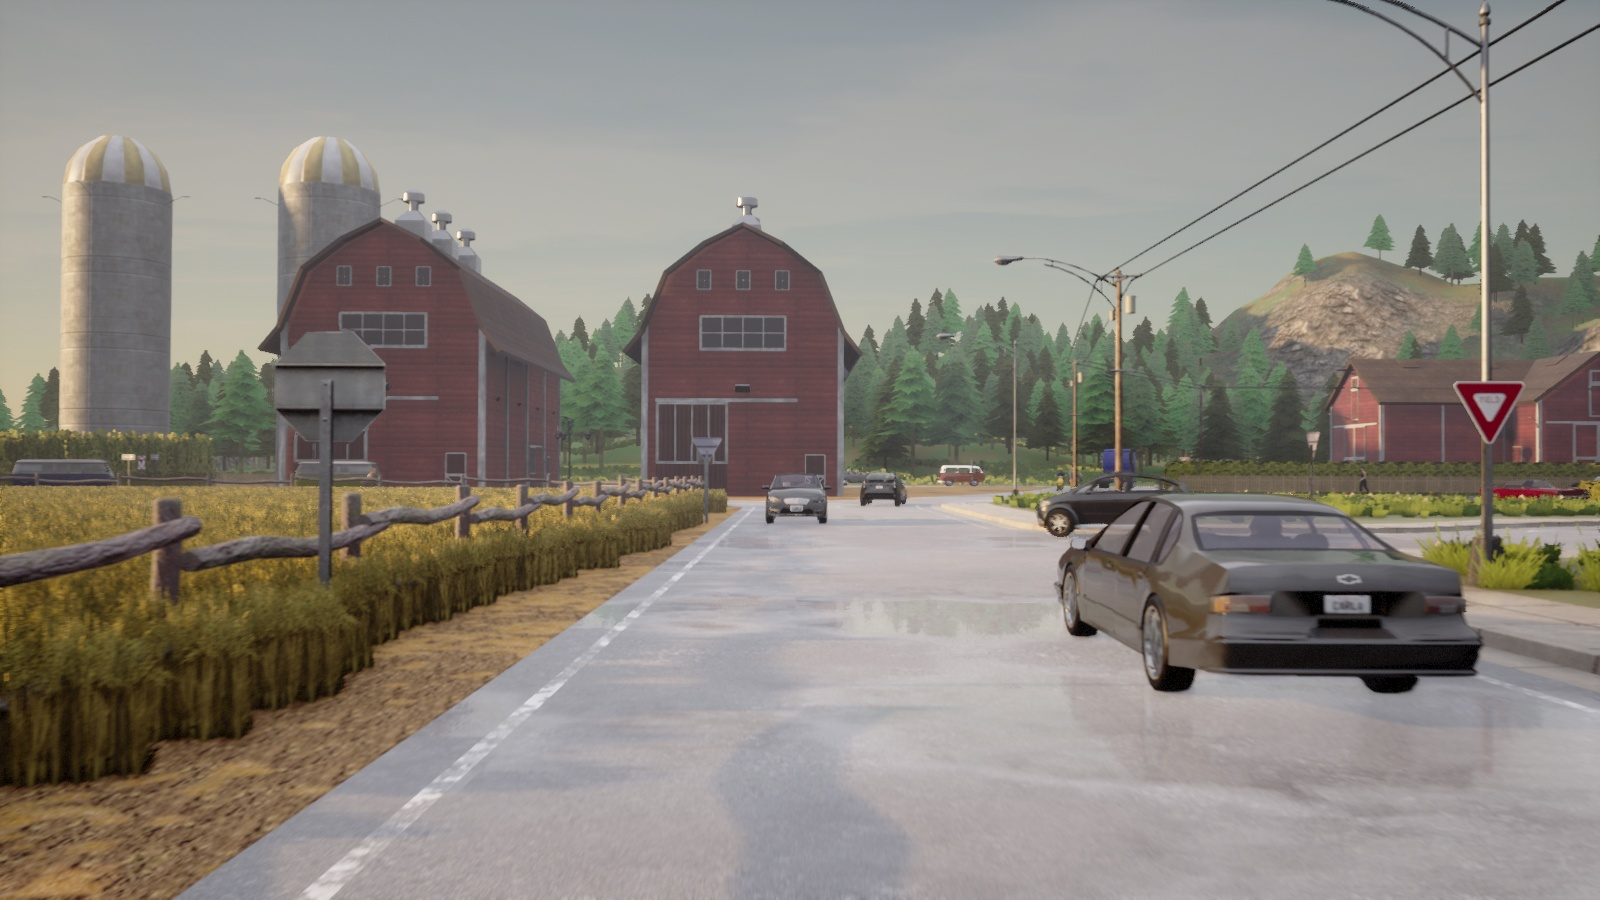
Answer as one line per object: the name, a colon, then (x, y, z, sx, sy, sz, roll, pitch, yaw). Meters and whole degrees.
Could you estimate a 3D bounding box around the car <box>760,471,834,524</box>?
car: (-0.096, 1.419, 38.723, 2.128, 1.511, 4.902, 0, -1, 0)

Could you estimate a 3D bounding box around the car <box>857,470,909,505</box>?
car: (3.882, 1.703, 58.017, 2.007, 1.525, 4.514, 0, -1, 9)

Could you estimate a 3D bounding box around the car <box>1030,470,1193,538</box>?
car: (7.524, 1.270, 30.318, 3.705, 1.549, 1.789, 0, 0, 16)

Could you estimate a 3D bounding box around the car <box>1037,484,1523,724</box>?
car: (3.449, 1.022, 10.396, 2.033, 1.411, 5.357, 0, -1, 1)

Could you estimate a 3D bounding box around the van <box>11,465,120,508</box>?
van: (-35.110, 1.715, 60.156, 4.442, 1.987, 1.775, 0, -1, -29)

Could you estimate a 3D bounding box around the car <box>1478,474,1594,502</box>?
car: (34.857, 1.773, 59.612, 1.895, 1.301, 4.718, 0, -1, -16)

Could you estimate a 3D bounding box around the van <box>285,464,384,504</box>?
van: (-24.021, 1.749, 64.902, 4.442, 1.987, 1.775, 0, -1, -3)
